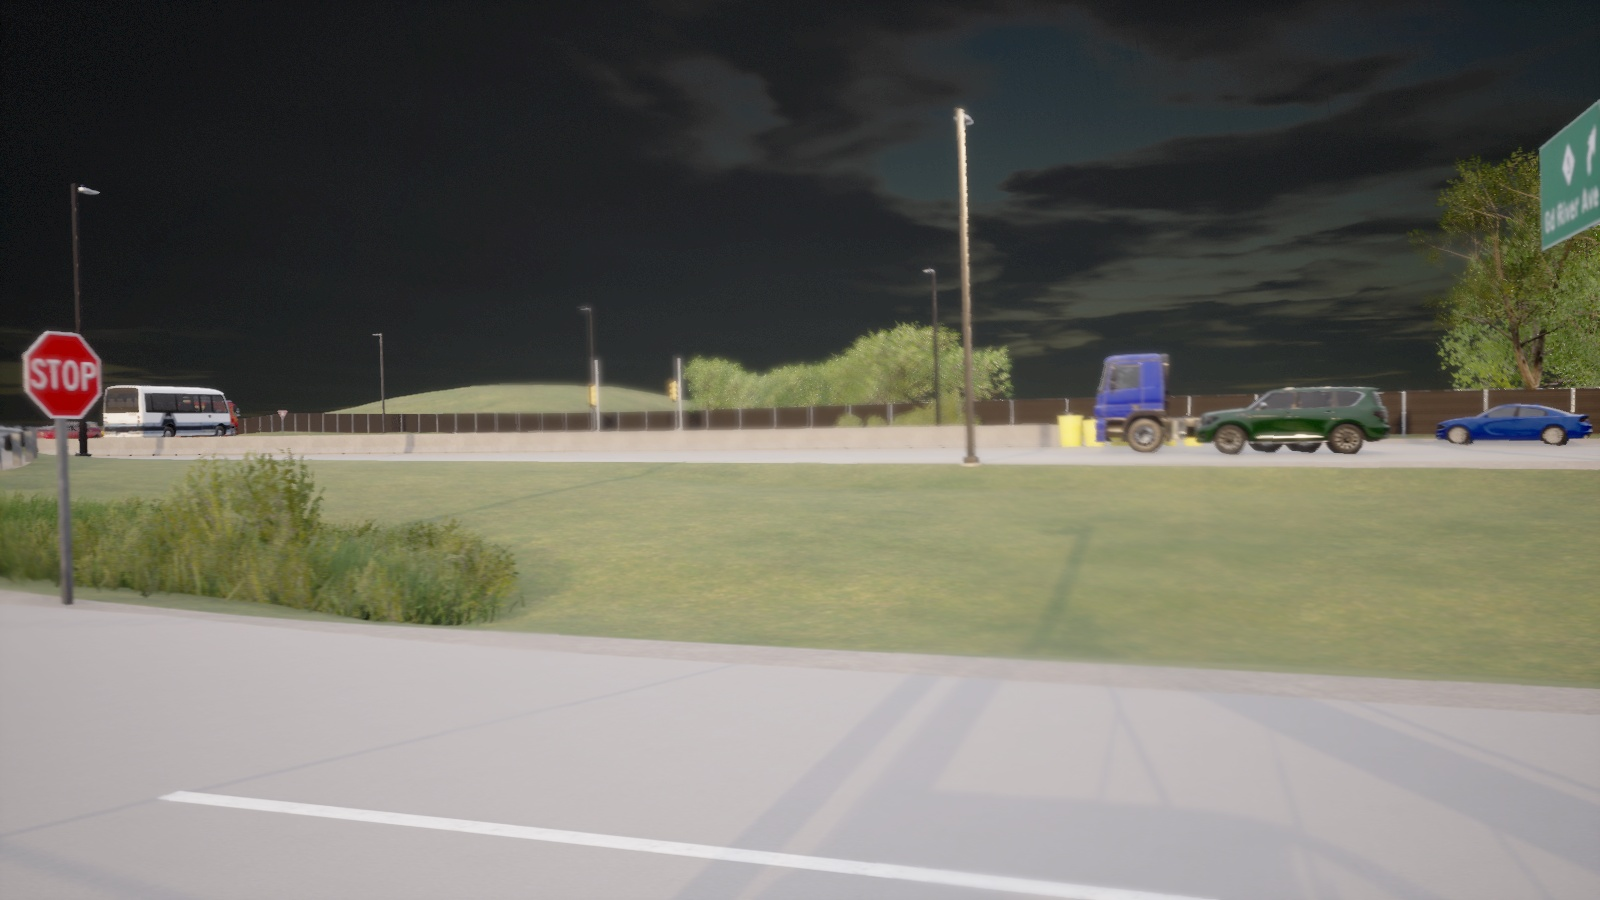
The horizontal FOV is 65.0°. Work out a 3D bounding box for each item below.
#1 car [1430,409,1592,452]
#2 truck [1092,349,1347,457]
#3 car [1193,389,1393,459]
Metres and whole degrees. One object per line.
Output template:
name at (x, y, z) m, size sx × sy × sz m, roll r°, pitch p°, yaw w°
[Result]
car at (26.216, -0.733, 46.406) m, size 5.008 × 1.535 × 1.882 m, roll 1°, pitch 2°, yaw 37°
truck at (14.096, -1.521, 42.621) m, size 7.936 × 3.462 × 2.891 m, roll 0°, pitch 1°, yaw 18°
car at (15.036, -0.771, 38.639) m, size 5.566 × 2.045 × 2.150 m, roll 0°, pitch 1°, yaw 18°
